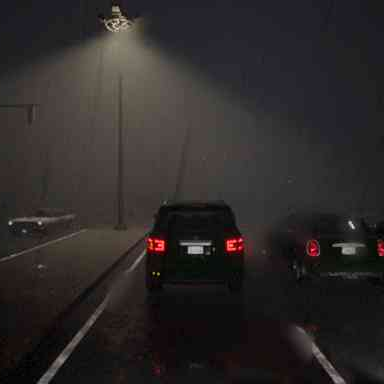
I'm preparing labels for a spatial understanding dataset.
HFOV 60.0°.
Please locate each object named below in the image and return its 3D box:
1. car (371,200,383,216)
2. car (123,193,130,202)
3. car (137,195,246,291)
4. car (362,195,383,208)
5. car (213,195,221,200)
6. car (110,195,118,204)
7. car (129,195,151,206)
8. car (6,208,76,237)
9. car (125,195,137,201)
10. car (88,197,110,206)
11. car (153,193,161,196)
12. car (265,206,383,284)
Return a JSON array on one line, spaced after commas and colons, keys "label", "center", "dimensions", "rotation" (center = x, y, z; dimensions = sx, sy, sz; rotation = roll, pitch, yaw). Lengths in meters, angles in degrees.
[{"label": "car", "center": [20.723, 1.532, 32.588], "dimensions": [5.357, 1.411, 2.033], "rotation": [0, 0, 1]}, {"label": "car", "center": [-15.062, 1.191, 72.310], "dimensions": [2.150, 2.045, 5.566], "rotation": [0, 0, 0]}, {"label": "car", "center": [0.072, 1.217, 9.116], "dimensions": [2.150, 2.045, 5.566], "rotation": [0, 0, 0]}, {"label": "car", "center": [7.070, 1.217, 8.809], "dimensions": [2.150, 2.045, 5.566], "rotation": [0, 0, 0]}, {"label": "car", "center": [7.164, 1.508, 95.117], "dimensions": [1.994, 1.385, 4.181], "rotation": [0, 0, 1]}, {"label": "car", "center": [-15.105, 1.571, 62.347], "dimensions": [1.895, 1.301, 4.718], "rotation": [0, 0, 0]}, {"label": "car", "center": [-8.138, 1.466, 53.230], "dimensions": [2.128, 1.511, 4.902], "rotation": [0, 0, 0]}, {"label": "car", "center": [-8.116, 1.592, 18.314], "dimensions": [1.895, 1.301, 4.718], "rotation": [0, 0, 0]}, {"label": "car", "center": [-15.055, 1.485, 82.869], "dimensions": [2.128, 1.511, 4.902], "rotation": [0, 0, 0]}, {"label": "car", "center": [-15.135, 1.538, 53.287], "dimensions": [1.994, 1.385, 4.181], "rotation": [0, 0, 0]}, {"label": "car", "center": [-8.065, 1.515, 68.173], "dimensions": [2.033, 1.411, 5.357], "rotation": [0, 0, 0]}, {"label": "car", "center": [3.571, 1.347, 9.684], "dimensions": [2.097, 1.767, 4.553], "rotation": [0, 0, 0]}]
